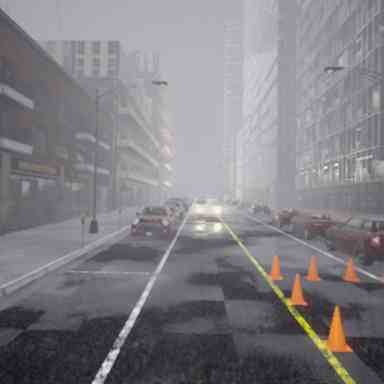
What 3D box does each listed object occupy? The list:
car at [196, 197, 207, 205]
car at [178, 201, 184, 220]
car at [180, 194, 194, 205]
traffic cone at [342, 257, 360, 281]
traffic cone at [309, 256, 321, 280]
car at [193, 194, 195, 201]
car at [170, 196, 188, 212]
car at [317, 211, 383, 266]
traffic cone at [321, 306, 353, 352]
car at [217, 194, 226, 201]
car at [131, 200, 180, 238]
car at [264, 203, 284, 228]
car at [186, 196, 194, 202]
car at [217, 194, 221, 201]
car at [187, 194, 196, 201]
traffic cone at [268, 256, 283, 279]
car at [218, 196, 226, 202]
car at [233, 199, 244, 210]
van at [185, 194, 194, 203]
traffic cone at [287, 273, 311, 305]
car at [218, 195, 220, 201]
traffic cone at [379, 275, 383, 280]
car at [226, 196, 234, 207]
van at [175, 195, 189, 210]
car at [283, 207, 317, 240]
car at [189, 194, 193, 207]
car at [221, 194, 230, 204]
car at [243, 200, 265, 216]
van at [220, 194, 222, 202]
[{"bbox_3d":[1.835,1.613,63.520,1.882,1.535,5.008,1,0,1],"label":"car"},{"bbox_3d":[-1.810,1.560,23.137,1.887,1.381,4.507,2,0,1],"label":"car"},{"bbox_3d":[-0.875,1.408,61.953,2.192,1.841,5.009,2,0,1],"label":"car"},{"bbox_3d":[4.244,2.036,8.894,0.340,0.580,0.340,1,0,1],"label":"traffic cone"},{"bbox_3d":[3.245,2.021,8.918,0.340,0.580,0.340,1,0,1],"label":"traffic cone"},{"bbox_3d":[-1.009,1.522,56.408,1.967,1.590,4.097,2,0,1],"label":"car"},{"bbox_3d":[-1.673,1.467,28.683,1.967,1.590,4.097,2,0,1],"label":"car"},{"bbox_3d":[6.306,1.557,11.918,1.967,1.590,4.097,2,0,1],"label":"car"},{"bbox_3d":[2.149,1.997,4.943,0.340,0.580,0.340,1,0,1],"label":"traffic cone"},{"bbox_3d":[8.305,1.592,95.115,2.192,1.841,5.009,2,0,1],"label":"car"},{"bbox_3d":[-1.940,1.444,17.591,1.967,1.590,4.097,2,0,1],"label":"car"},{"bbox_3d":[6.568,1.685,23.012,1.887,1.381,4.507,2,0,1],"label":"car"},{"bbox_3d":[-0.452,1.649,78.417,1.752,1.417,4.829,2,0,1],"label":"car"},{"bbox_3d":[8.035,1.698,84.022,1.967,1.590,4.097,2,0,1],"label":"car"},{"bbox_3d":[-0.174,1.459,89.677,2.192,1.841,5.009,2,0,1],"label":"car"},{"bbox_3d":[2.245,2.006,8.942,0.340,0.580,0.340,1,0,1],"label":"traffic cone"},{"bbox_3d":[8.169,1.793,89.738,1.752,1.417,4.829,2,0,1],"label":"car"},{"bbox_3d":[7.105,1.710,45.367,1.752,1.417,4.829,2,0,1],"label":"car"},{"bbox_3d":[-0.581,1.455,73.043,1.690,1.788,3.998,2,0,1],"label":"van"},{"bbox_3d":[2.197,2.002,6.943,0.340,0.580,0.340,1,0,1],"label":"traffic cone"},{"bbox_3d":[7.897,1.814,78.475,1.947,1.339,4.313,2,0,1],"label":"car"},{"bbox_3d":[5.243,2.051,8.869,0.340,0.580,0.340,1,0,1],"label":"traffic cone"},{"bbox_3d":[7.365,1.789,56.290,1.802,1.307,4.206,2,0,1],"label":"car"},{"bbox_3d":[-1.537,1.379,34.228,1.690,1.788,3.998,2,0,1],"label":"van"},{"bbox_3d":[6.436,1.673,17.465,1.887,1.381,4.507,2,0,1],"label":"car"},{"bbox_3d":[-1.404,1.364,39.772,2.192,1.841,5.009,2,0,1],"label":"car"},{"bbox_3d":[7.635,1.668,67.383,1.967,1.590,4.097,2,0,1],"label":"car"},{"bbox_3d":[6.834,1.713,34.104,2.008,1.369,4.403,2,0,1],"label":"car"},{"bbox_3d":[7.772,1.580,72.929,1.690,1.788,3.998,2,0,1],"label":"van"}]
